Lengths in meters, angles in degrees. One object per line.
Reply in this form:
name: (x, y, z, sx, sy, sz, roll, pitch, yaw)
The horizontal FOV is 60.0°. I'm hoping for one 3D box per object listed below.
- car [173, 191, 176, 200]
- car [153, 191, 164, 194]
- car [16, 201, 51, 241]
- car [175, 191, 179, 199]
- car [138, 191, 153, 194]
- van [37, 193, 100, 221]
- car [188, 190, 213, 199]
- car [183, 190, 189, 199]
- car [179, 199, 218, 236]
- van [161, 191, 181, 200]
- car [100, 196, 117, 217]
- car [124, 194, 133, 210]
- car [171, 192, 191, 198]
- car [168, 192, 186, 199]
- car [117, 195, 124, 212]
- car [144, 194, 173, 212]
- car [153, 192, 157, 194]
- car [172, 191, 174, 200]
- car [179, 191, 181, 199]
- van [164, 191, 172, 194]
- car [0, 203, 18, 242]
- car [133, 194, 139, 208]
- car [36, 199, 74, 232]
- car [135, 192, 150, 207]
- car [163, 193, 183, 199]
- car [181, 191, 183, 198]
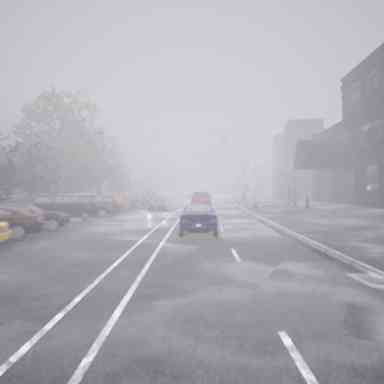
car: (-6.197, 1.082, 68.357, 4.674, 1.452, 2.002, 0, 0, -14)
car: (-7.705, 0.874, 50.598, 5.566, 2.045, 2.435, -1, 1, -16)
car: (-9.295, 1.383, 14.997, 5.008, 1.535, 2.097, -1, 1, -19)
car: (-5.930, 1.070, 71.292, 4.674, 1.452, 2.002, -1, 0, -15)
car: (-8.034, 1.033, 44.686, 4.553, 1.767, 2.185, -1, 1, -17)
van: (-9.169, 1.084, 23.865, 4.442, 1.987, 1.878, -1, 1, -18)
car: (1.069, 0.941, 36.380, 2.150, 2.045, 5.566, 0, 0, 3)
car: (-0.051, 0.572, 76.680, 2.150, 2.045, 5.566, 0, 0, 6)
car: (0.360, 1.349, 17.676, 1.882, 1.535, 5.008, 0, 1, 1)
van: (-5.131, 0.758, 80.124, 4.442, 1.987, 1.878, -1, 1, -14)
car: (-8.957, 1.284, 26.882, 5.008, 1.535, 2.097, -1, 0, -18)
car: (-8.695, 1.239, 32.813, 5.008, 1.535, 2.097, -1, 1, -18)
car: (-3.061, 0.864, 94.952, 5.366, 1.575, 1.946, -1, 0, -13)
car: (-3.957, 0.794, 89.017, 4.553, 1.767, 2.185, -1, 1, -13)
car: (-8.800, 1.135, 29.849, 4.553, 1.767, 2.185, -1, 1, -18)
car: (-3.378, 1.242, 34.369, 1.837, 1.490, 4.892, 0, 0, 3)
car: (-7.878, 1.182, 47.651, 4.674, 1.452, 2.002, -1, 0, -16)
car: (-6.487, 1.094, 65.416, 4.674, 1.452, 2.002, -1, 0, -15)
car: (-5.825, 1.015, 74.203, 5.366, 1.575, 1.946, -1, 0, -14)
van: (-6.642, 0.839, 62.491, 4.442, 1.987, 1.878, -1, 0, -15)
car: (-9.537, 1.409, 11.966, 5.366, 1.575, 1.946, -1, 1, -19)
car: (-8.530, 1.247, 35.792, 4.792, 1.488, 2.163, -1, 0, -17)
car: (-9.240, 1.358, 17.974, 5.008, 1.535, 2.097, -1, 0, -19)
car: (-8.251, 1.179, 41.721, 4.892, 1.521, 2.231, -1, 0, -17)
car: (-4.685, 1.003, 83.112, 4.674, 1.452, 2.002, -1, 0, -14)
car: (-5.329, 0.999, 77.202, 5.008, 1.535, 2.097, -1, 1, -14)
